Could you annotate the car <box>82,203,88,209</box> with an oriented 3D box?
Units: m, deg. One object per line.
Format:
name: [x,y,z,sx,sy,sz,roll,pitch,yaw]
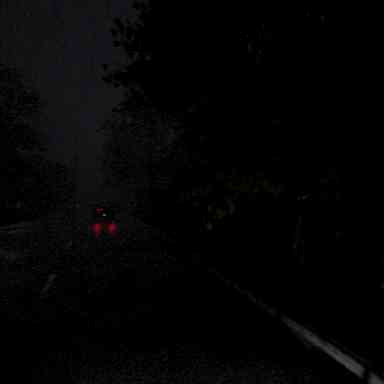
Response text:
car: [-23.965,3.176,78.247,5.008,1.535,1.882,-3,-3,41]

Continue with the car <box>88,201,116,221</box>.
car: [-7.718,1.683,29.107,2.128,1.511,4.902,-1,-1,-16]

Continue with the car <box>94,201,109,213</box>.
car: [-13.001,2.086,47.559,1.882,1.535,5.008,-1,-1,-16]

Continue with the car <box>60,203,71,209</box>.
car: [-32.371,3.514,82.226,4.902,1.511,2.128,-2,-3,6]
